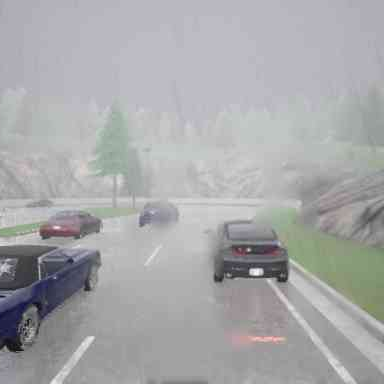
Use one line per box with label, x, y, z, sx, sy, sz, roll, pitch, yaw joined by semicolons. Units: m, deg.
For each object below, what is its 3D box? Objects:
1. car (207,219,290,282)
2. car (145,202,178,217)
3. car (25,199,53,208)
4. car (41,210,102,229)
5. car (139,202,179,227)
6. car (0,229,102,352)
car;1.500;1.558;9.875;1.837;1.490;4.892;0;0;1
car;-3.091;1.761;34.932;1.994;1.385;4.181;0;0;17
car;-24.761;1.848;54.067;1.837;1.490;4.892;0;0;18
car;-6.319;1.674;17.848;1.994;1.385;4.181;0;0;3
car;-2.256;1.489;24.089;2.097;1.767;4.553;0;0;7
car;-3.214;1.641;6.189;1.895;1.301;4.718;0;0;1
